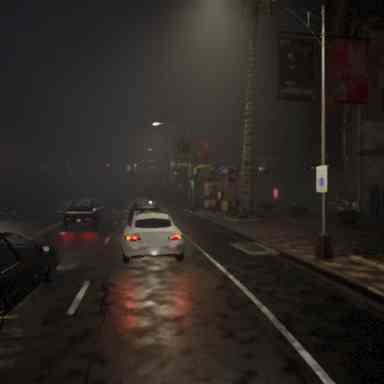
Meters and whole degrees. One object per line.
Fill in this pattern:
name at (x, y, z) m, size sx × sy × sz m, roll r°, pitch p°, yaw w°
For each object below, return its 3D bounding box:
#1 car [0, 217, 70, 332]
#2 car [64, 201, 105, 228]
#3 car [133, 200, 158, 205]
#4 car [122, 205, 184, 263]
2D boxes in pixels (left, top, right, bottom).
car at (-4.004, 1.482, 6.189) m, size 2.033 × 1.411 × 5.357 m, roll 0°, pitch 1°, yaw -8°
car at (-6.339, 1.259, 19.800) m, size 2.128 × 1.511 × 4.902 m, roll 0°, pitch 1°, yaw -10°
car at (-2.880, 1.235, 20.348) m, size 2.128 × 1.511 × 4.902 m, roll 0°, pitch 1°, yaw -10°
car at (-1.367, 1.381, 11.316) m, size 1.812 × 1.442 × 4.674 m, roll 0°, pitch 1°, yaw -9°
